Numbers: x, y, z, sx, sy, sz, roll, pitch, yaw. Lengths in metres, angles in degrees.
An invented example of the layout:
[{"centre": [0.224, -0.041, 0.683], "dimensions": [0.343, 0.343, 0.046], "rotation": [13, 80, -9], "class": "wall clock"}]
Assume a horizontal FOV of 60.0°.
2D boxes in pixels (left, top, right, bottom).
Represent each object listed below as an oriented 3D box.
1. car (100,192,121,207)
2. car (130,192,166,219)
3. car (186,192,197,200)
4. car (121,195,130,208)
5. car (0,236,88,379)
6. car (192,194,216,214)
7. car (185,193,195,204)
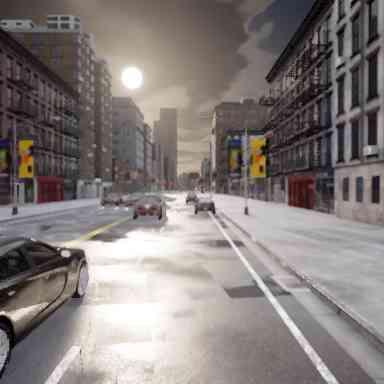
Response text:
[{"centre": [-9.837, 0.871, 41.363], "dimensions": [2.097, 1.767, 4.553], "rotation": [0, 1, 0], "class": "car"}, {"centre": [-3.154, 1.057, 25.629], "dimensions": [2.097, 1.767, 4.553], "rotation": [0, 1, 0], "class": "car"}, {"centre": [-0.010, 0.798, 64.080], "dimensions": [2.033, 1.411, 5.357], "rotation": [0, 1, 0], "class": "car"}, {"centre": [-6.590, 0.893, 39.550], "dimensions": [2.097, 1.767, 4.553], "rotation": [0, 1, 0], "class": "car"}, {"centre": [-3.151, 1.417, 5.189], "dimensions": [1.882, 1.535, 5.008], "rotation": [0, 1, 0], "class": "car"}, {"centre": [1.133, 1.182, 29.875], "dimensions": [1.812, 1.442, 4.674], "rotation": [0, 1, 0], "class": "car"}, {"centre": [-0.002, 1.021, 49.769], "dimensions": [1.895, 1.301, 4.718], "rotation": [0, 1, 0], "class": "car"}]
